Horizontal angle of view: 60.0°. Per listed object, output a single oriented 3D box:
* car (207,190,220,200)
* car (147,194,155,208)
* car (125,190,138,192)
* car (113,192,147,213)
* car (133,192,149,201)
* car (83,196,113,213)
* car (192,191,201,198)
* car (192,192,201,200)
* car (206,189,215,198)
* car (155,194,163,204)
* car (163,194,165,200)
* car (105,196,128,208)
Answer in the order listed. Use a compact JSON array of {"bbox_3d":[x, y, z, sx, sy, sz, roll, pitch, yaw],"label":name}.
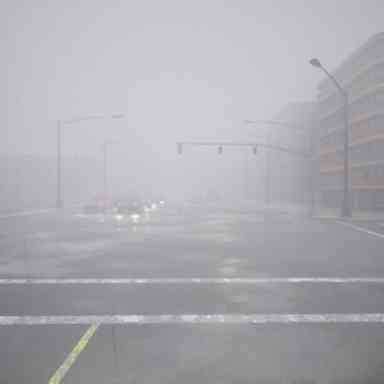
[{"bbox_3d":[4.487,0.885,65.902,1.994,1.385,4.181,0,1,0],"label":"car"},{"bbox_3d":[-6.289,1.255,43.369,1.812,1.442,4.674,0,1,0],"label":"car"},{"bbox_3d":[-9.745,0.779,52.917,2.150,2.045,5.566,0,1,0],"label":"car"},{"bbox_3d":[-6.320,1.208,34.486,2.097,1.767,4.553,0,1,0],"label":"car"},{"bbox_3d":[-9.674,0.863,63.168,2.128,1.511,4.902,0,1,1],"label":"car"},{"bbox_3d":[-9.818,1.207,34.831,2.097,1.767,4.553,0,1,0],"label":"car"},{"bbox_3d":[0.919,0.609,75.734,2.033,1.411,5.357,0,1,0],"label":"car"},{"bbox_3d":[0.885,0.925,65.758,1.895,1.301,4.718,0,1,0],"label":"car"},{"bbox_3d":[4.421,0.385,75.885,2.150,2.045,5.566,0,1,0],"label":"car"},{"bbox_3d":[-6.253,1.052,52.650,2.128,1.511,4.902,0,1,0],"label":"car"},{"bbox_3d":[-6.180,0.979,62.779,1.895,1.301,4.718,0,1,1],"label":"car"},{"bbox_3d":[-9.789,1.291,43.473,1.994,1.385,4.181,0,1,0],"label":"car"}]
